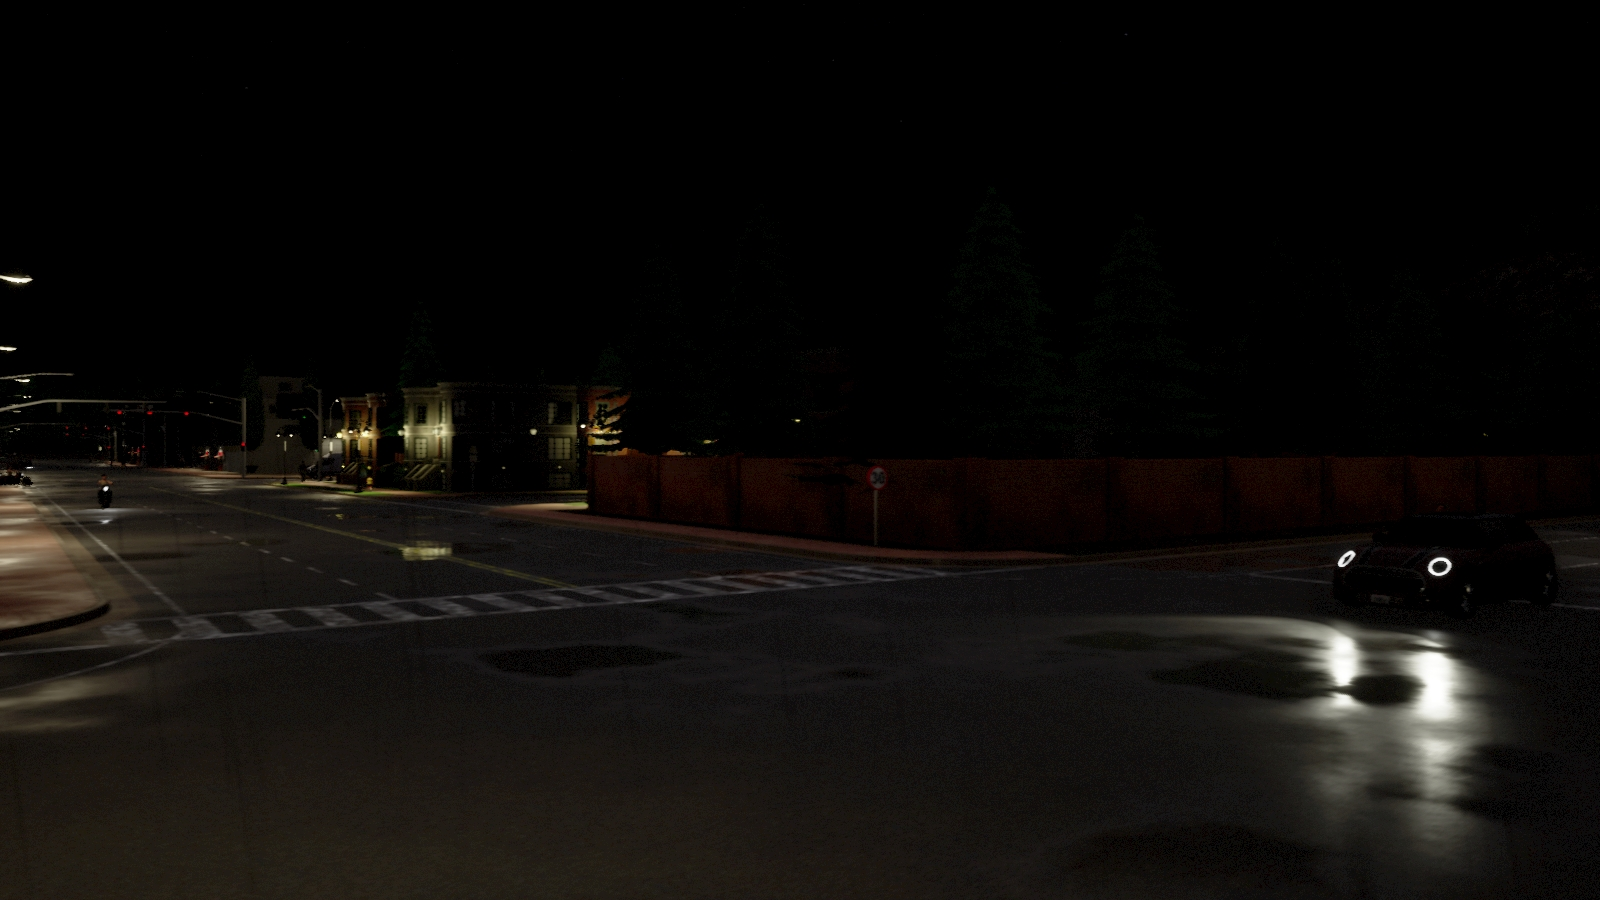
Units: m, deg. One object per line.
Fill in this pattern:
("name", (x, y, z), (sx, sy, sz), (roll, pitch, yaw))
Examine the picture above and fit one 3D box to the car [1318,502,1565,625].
("car", (11.512, 1.907, 20.415), (4.553, 1.767, 2.097), (0, 0, -35))
